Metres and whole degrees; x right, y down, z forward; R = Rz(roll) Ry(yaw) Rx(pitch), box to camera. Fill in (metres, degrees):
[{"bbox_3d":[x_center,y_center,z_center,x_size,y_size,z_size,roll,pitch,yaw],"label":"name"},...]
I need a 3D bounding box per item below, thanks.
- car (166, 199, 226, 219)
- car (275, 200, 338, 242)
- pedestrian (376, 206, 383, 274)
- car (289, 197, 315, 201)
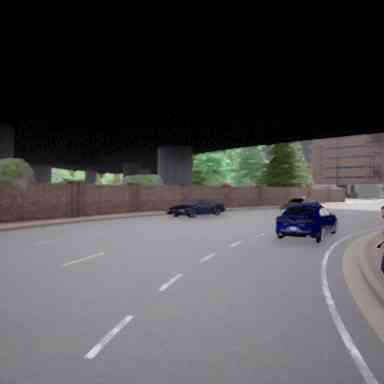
[{"bbox_3d":[0.466,1.253,26.309,2.033,1.411,5.357,1,1,43],"label":"car"},{"bbox_3d":[5.537,1.347,15.767,1.882,1.535,5.008,0,0,33],"label":"car"},{"bbox_3d":[3.899,1.101,6.560,0.375,1.860,0.375,1,1,16],"label":"pedestrian"},{"bbox_3d":[10.012,1.248,30.706,4.892,1.490,1.837,1,0,-42],"label":"car"}]
